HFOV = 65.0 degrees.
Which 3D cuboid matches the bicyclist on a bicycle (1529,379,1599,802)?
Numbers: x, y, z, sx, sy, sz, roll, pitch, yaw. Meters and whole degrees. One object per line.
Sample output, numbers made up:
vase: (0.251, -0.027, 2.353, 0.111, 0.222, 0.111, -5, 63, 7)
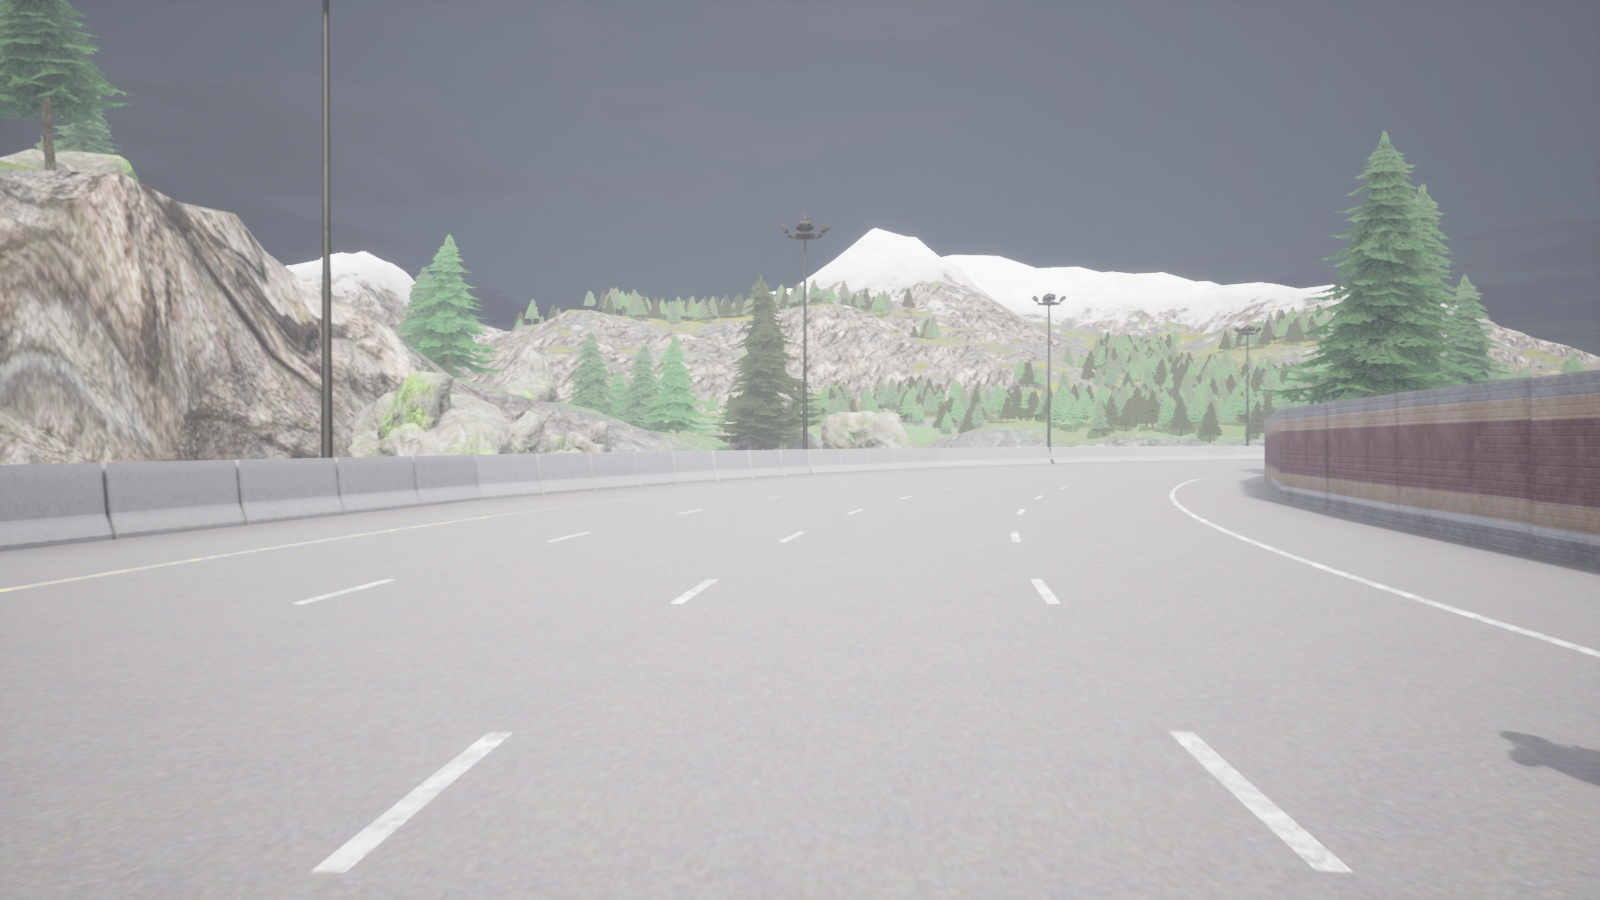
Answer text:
bicyclist on a bicycle: (3.669, 0.593, 4.875, 0.659, 1.776, 1.843, 0, 0, 3)
